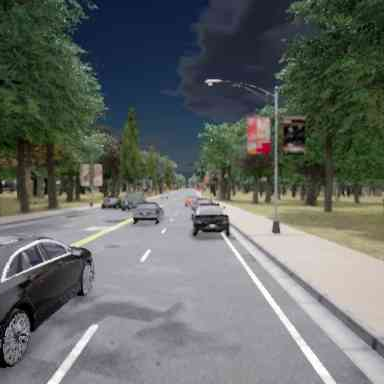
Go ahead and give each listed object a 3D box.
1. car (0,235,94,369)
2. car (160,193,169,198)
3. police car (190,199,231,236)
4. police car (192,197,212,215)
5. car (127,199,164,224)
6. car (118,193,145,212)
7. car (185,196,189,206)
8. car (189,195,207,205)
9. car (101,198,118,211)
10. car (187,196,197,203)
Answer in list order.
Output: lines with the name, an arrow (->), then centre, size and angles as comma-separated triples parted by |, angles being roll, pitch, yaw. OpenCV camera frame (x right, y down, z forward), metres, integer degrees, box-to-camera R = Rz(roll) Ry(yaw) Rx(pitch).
car -> -3.152, 1.484, 5.695 | 2.128, 1.511, 4.902 | 0, 0, 0
car -> -6.502, 1.086, 79.113 | 1.812, 1.442, 4.674 | 0, 0, 0
police car -> 0.974, 1.403, 18.411 | 1.930, 1.638, 5.238 | 0, 0, 0
police car -> 0.975, 1.390, 34.412 | 1.930, 1.638, 5.238 | 0, 0, 0
car -> -3.150, 1.519, 24.751 | 2.033, 1.411, 5.357 | 0, 0, 0
car -> -6.597, 1.183, 38.305 | 2.150, 2.045, 5.566 | 0, 0, 0
car -> -0.001, 1.306, 51.935 | 2.097, 1.767, 4.553 | 0, 0, 0
car -> 0.974, 1.320, 28.271 | 2.097, 1.767, 4.553 | 0, 0, 0
car -> -9.842, 1.439, 41.227 | 1.882, 1.535, 5.008 | 0, 0, 0
car -> -0.001, 1.523, 71.094 | 1.895, 1.301, 4.718 | 0, 0, 0
